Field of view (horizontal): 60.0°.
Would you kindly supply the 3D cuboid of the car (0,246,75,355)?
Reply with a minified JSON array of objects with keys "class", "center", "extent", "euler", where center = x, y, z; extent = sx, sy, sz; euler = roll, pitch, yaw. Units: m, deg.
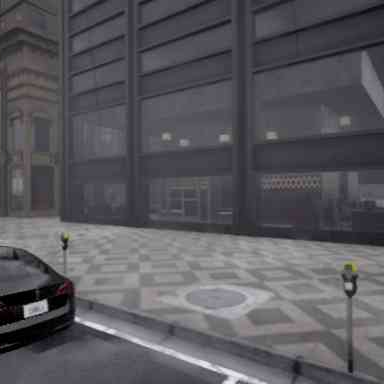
[{"class":"car","center":[-3.777,1.609,5.659],"extent":[4.313,1.339,1.947],"euler":[0,0,36]}]
